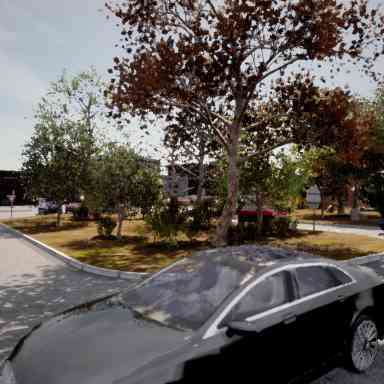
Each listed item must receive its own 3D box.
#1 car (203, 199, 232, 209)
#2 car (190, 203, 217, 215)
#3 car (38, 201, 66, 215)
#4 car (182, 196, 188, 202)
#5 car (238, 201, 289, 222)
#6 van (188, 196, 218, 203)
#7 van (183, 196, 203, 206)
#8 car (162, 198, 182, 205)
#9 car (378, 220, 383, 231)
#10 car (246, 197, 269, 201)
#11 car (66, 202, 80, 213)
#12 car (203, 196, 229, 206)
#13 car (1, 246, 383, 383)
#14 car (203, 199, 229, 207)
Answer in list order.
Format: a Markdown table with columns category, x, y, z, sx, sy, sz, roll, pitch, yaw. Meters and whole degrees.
| category | x | y | z | sx | sy | sz | roll | pitch | yaw |
| --- | --- | --- | --- | --- | --- | --- | --- | --- | --- |
| car | 4.312 | 2.001 | 56.437 | 1.946 | 1.575 | 5.366 | 1 | 0 | -36 |
| car | 1.196 | 2.353 | 39.818 | 2.033 | 1.411 | 5.357 | 3 | -2 | -34 |
| car | -17.519 | 1.931 | 40.961 | 2.185 | 1.767 | 4.553 | -1 | 0 | -35 |
| car | -2.308 | 1.884 | 66.977 | 2.185 | 1.767 | 4.553 | 1 | 0 | -36 |
| car | 5.971 | 1.843 | 27.578 | 2.097 | 1.767 | 4.553 | 3 | -3 | -35 |
| van | 1.869 | 1.756 | 55.053 | 1.878 | 1.987 | 4.442 | 1 | 0 | -36 |
| van | 0.209 | 1.820 | 68.680 | 1.878 | 1.987 | 4.442 | 1 | -1 | -36 |
| car | -4.805 | 1.983 | 65.449 | 1.946 | 1.575 | 5.366 | 1 | 0 | -36 |
| car | 13.464 | 1.922 | 19.031 | 4.718 | 1.301 | 1.895 | -1 | -3 | 38 |
| car | 10.995 | 1.861 | 61.501 | 2.435 | 2.045 | 5.566 | 1 | -1 | -36 |
| car | -14.969 | 2.069 | 42.849 | 2.002 | 1.452 | 4.674 | -1 | 0 | -36 |
| car | 5.182 | 1.889 | 72.370 | 2.435 | 2.045 | 5.566 | 1 | -1 | -36 |
| car | 0.494 | 1.494 | 4.041 | 4.902 | 1.511 | 2.128 | 0 | 0 | -36 |
| car | 4.639 | 2.074 | 63.053 | 4.892 | 1.490 | 1.837 | 1 | -1 | -36 |
